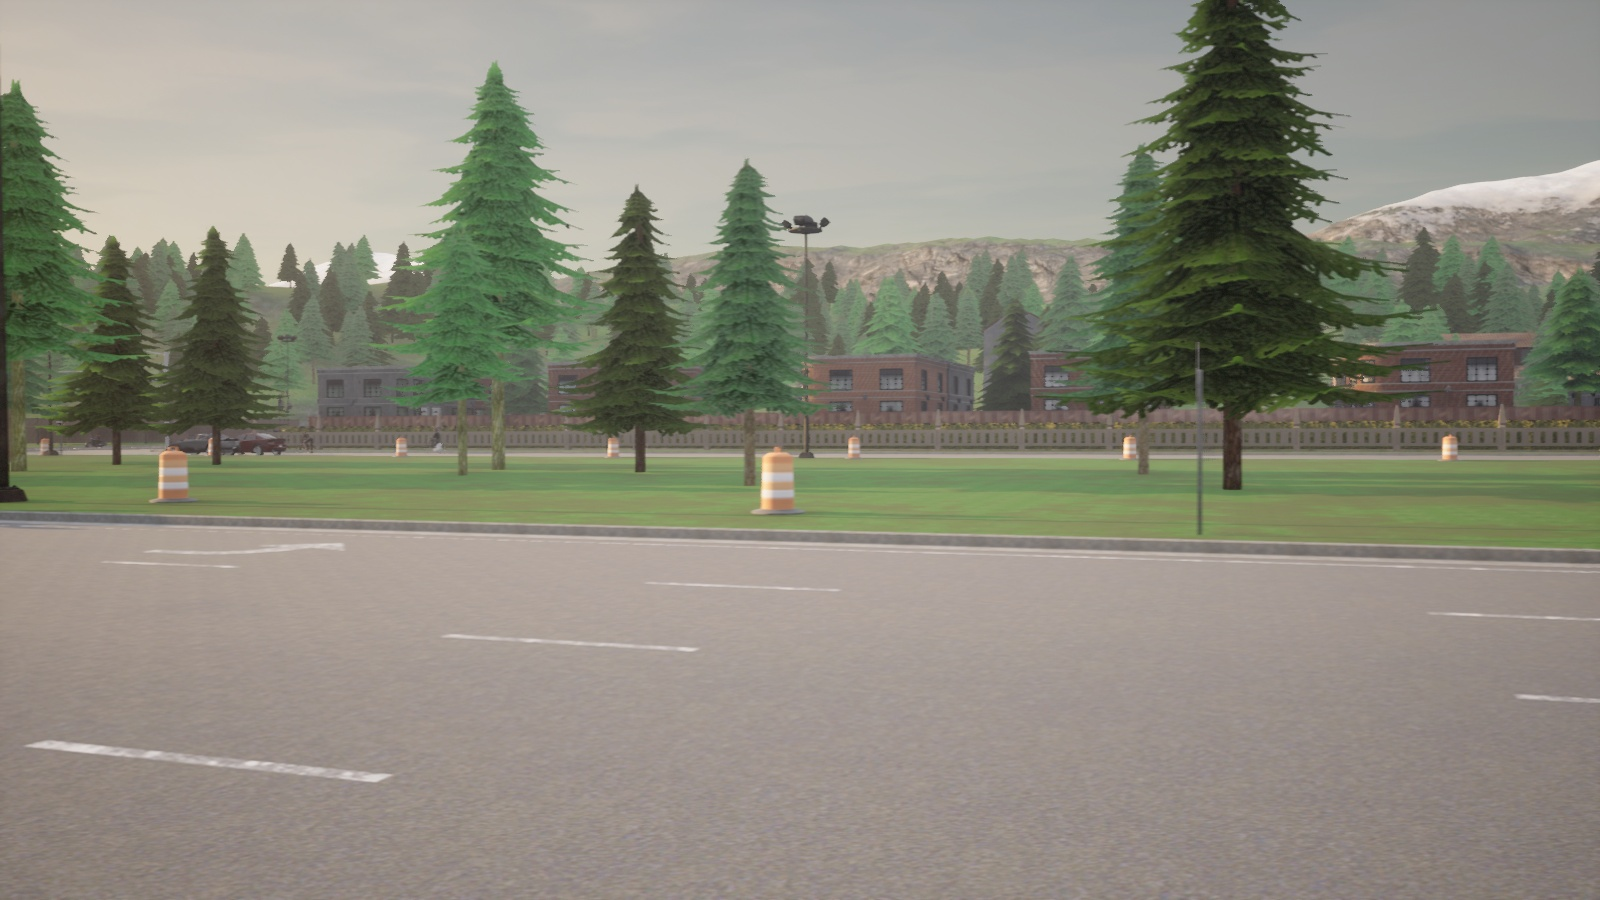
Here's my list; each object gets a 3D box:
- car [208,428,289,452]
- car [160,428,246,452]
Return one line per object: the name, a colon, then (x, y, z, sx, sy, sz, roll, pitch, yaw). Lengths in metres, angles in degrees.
car: (-36.946, -0.682, 84.116, 5.008, 1.535, 1.882, 0, 1, 18)
car: (-38.497, -0.658, 80.945, 4.902, 1.511, 2.128, 1, 1, 18)
